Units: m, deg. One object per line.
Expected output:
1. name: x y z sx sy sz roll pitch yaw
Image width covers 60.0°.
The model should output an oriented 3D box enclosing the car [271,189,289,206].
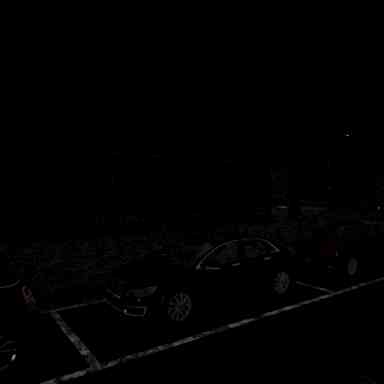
1. car: 9.891 0.697 41.527 2.150 2.045 5.566 0 1 -35

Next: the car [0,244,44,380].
1. car: -4.029 1.440 3.776 4.097 1.590 1.967 0 0 -36

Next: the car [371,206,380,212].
1. car: 9.293 1.440 13.292 4.097 1.590 1.967 0 0 -36

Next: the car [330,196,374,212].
1. car: 15.992 1.170 33.015 2.128 1.511 4.902 0 1 -36

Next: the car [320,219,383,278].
1. car: 4.852 1.545 10.120 4.507 1.381 1.887 0 0 -36

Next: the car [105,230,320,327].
1. car: 0.412 1.551 6.948 4.403 1.369 2.008 0 0 -36
